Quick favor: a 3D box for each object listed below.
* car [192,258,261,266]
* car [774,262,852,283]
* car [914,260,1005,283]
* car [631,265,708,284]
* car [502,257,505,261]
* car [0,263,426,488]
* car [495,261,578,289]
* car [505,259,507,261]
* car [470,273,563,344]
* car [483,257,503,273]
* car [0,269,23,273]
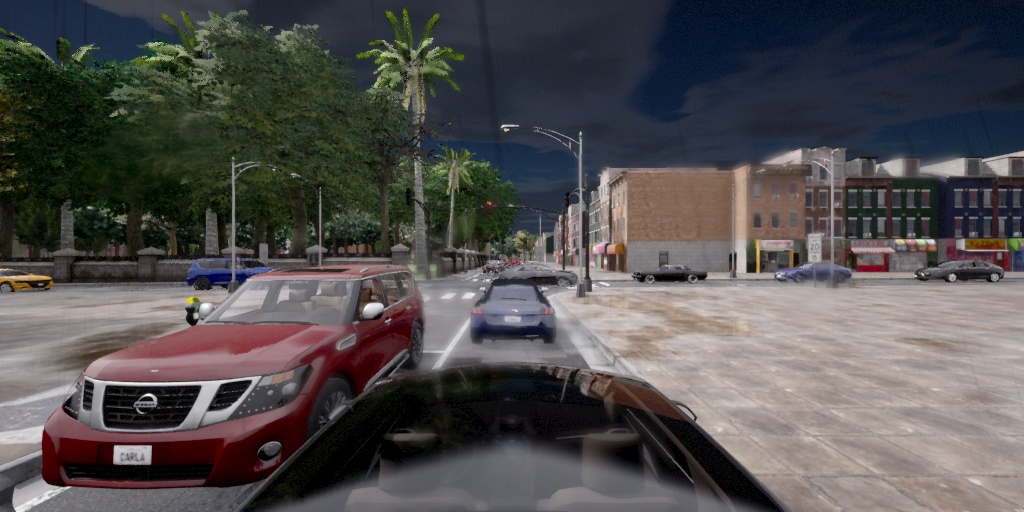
[{"bbox_3d":[-17.039,1.142,22.475,5.566,2.045,2.150,-1,0,0],"label":"car"},{"bbox_3d":[21.146,1.139,25.252,4.674,1.442,1.812,0,0,0],"label":"car"},{"bbox_3d":[31.323,1.067,25.197,4.892,1.490,1.837,0,0,0],"label":"car"},{"bbox_3d":[10.982,1.279,25.309,4.718,1.301,1.895,0,0,1],"label":"car"},{"bbox_3d":[-2.367,1.291,48.840,1.967,1.591,4.097,0,0,0],"label":"car"},{"bbox_3d":[-2.622,1.065,5.006,2.192,1.841,5.009,0,0,0],"label":"car"},{"bbox_3d":[1.616,1.252,22.396,4.902,1.511,2.128,0,0,0],"label":"car"},{"bbox_3d":[-2.302,1.485,60.217,1.802,1.307,4.207,0,0,0],"label":"car"},{"bbox_3d":[0.042,1.316,9.622,1.994,1.385,4.181,0,0,0],"label":"car"},{"bbox_3d":[-2.401,1.268,43.152,1.967,1.591,4.097,0,0,0],"label":"car"},{"bbox_3d":[-32.124,1.553,22.553,5.008,1.535,1.882,-1,0,0],"label":"car"}]
